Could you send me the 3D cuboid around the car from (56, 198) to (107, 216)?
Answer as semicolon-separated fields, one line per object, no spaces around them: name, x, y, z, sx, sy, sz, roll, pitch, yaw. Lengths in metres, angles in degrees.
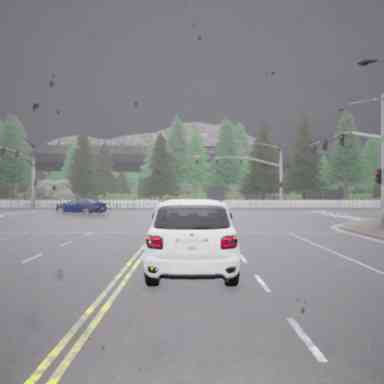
car;-10.376;1.320;31.103;5.008;1.535;1.882;0;0;23

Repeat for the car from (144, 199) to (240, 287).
car;0.000;1.186;9.380;2.150;2.045;5.566;0;0;0
